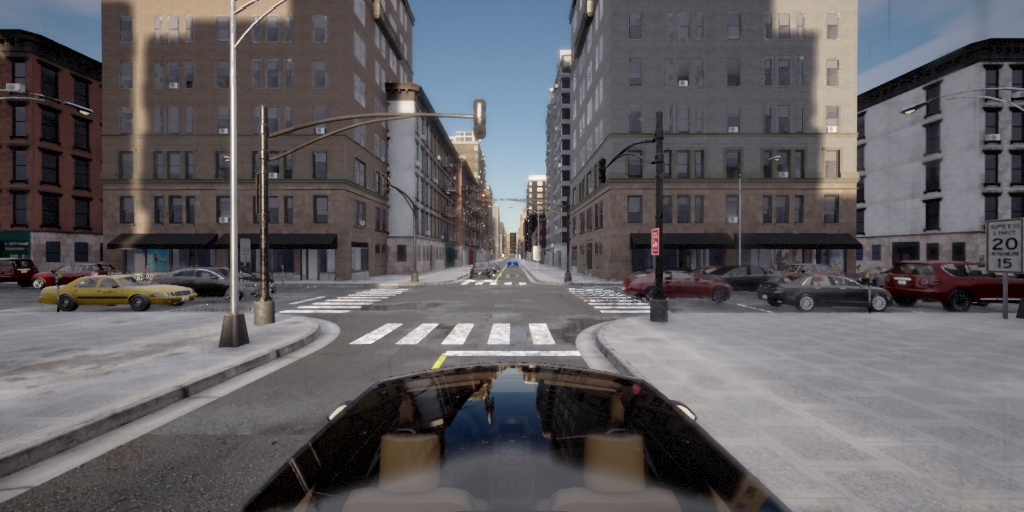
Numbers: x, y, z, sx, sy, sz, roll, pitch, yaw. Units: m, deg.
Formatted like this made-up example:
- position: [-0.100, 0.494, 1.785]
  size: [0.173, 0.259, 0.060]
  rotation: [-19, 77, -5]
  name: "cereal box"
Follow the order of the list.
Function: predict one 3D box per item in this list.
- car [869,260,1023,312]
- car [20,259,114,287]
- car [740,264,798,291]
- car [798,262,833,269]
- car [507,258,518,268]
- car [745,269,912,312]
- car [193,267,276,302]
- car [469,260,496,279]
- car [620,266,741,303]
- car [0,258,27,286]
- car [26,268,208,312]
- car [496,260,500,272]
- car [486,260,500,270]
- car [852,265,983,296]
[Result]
- position: [17.200, 1.091, 13.601]
  size: [5.009, 1.841, 2.192]
  rotation: [0, 0, 0]
  name: "car"
- position: [-26.352, 1.167, 21.765]
  size: [4.097, 1.591, 1.967]
  rotation: [0, 0, 0]
  name: "car"
- position: [11.919, 1.253, 19.100]
  size: [4.892, 1.490, 1.837]
  rotation: [0, 0, 0]
  name: "car"
- position: [17.226, 1.176, 21.626]
  size: [4.097, 1.591, 1.967]
  rotation: [0, 0, 0]
  name: "car"
- position: [0.144, 1.245, 63.126]
  size: [1.882, 1.535, 5.008]
  rotation: [0, 0, 0]
  name: "car"
- position: [11.791, 1.325, 13.619]
  size: [4.403, 1.370, 2.007]
  rotation: [0, 0, 0]
  name: "car"
- position: [-13.372, 1.247, 16.195]
  size: [4.902, 1.511, 2.128]
  rotation: [0, 0, 2]
  name: "car"
- position: [-2.777, 1.259, 33.016]
  size: [1.837, 1.490, 4.892]
  rotation: [0, 0, 0]
  name: "car"
- position: [7.308, 1.286, 16.167]
  size: [4.674, 1.442, 1.812]
  rotation: [0, 0, 0]
  name: "car"
- position: [-32.014, 1.041, 21.784]
  size: [5.009, 1.841, 2.192]
  rotation: [0, 0, 0]
  name: "car"
- position: [-14.885, 1.293, 13.704]
  size: [4.829, 1.417, 1.751]
  rotation: [0, 0, 0]
  name: "car"
- position: [-2.754, 1.305, 42.813]
  size: [2.033, 1.411, 5.357]
  rotation: [0, 0, 0]
  name: "car"
- position: [-2.725, 1.288, 52.716]
  size: [1.812, 1.442, 4.674]
  rotation: [0, 0, 1]
  name: "car"
- position: [21.401, 1.255, 19.073]
  size: [4.892, 1.490, 1.837]
  rotation: [0, 0, 0]
  name: "car"
